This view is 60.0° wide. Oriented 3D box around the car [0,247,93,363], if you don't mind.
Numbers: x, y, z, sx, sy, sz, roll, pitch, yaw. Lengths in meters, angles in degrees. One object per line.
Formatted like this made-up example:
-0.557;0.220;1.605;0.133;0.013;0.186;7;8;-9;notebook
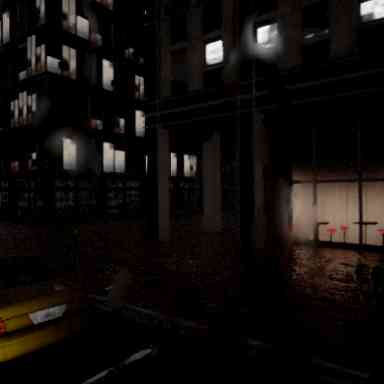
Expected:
-3.674;1.478;5.513;4.829;1.417;1.752;1;-1;36;car
